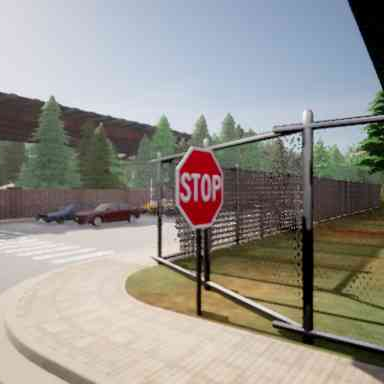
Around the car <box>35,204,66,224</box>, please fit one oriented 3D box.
[{"bbox_3d":[-8.863,1.544,25.097,2.033,1.411,5.357,0,0,36],"label":"car"}]

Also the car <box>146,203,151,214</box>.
[{"bbox_3d":[-3.097,1.474,33.007,1.882,1.535,5.008,0,0,36],"label":"car"}]

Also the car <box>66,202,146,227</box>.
[{"bbox_3d":[-5.866,1.475,23.267,1.882,1.535,5.008,0,0,36],"label":"car"}]
